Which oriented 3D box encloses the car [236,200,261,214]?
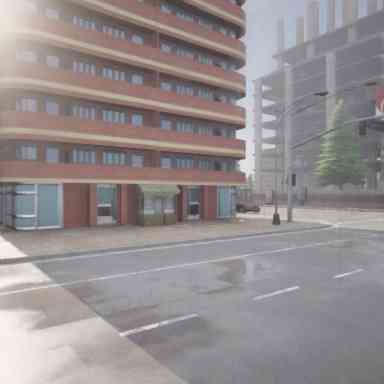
[{"bbox_3d":[5.397,1.564,35.643,1.994,1.385,4.181,0,0,-36],"label":"car"}]

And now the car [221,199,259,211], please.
[{"bbox_3d":[5.828,1.601,40.978,1.895,1.301,4.718,0,0,-36],"label":"car"}]
